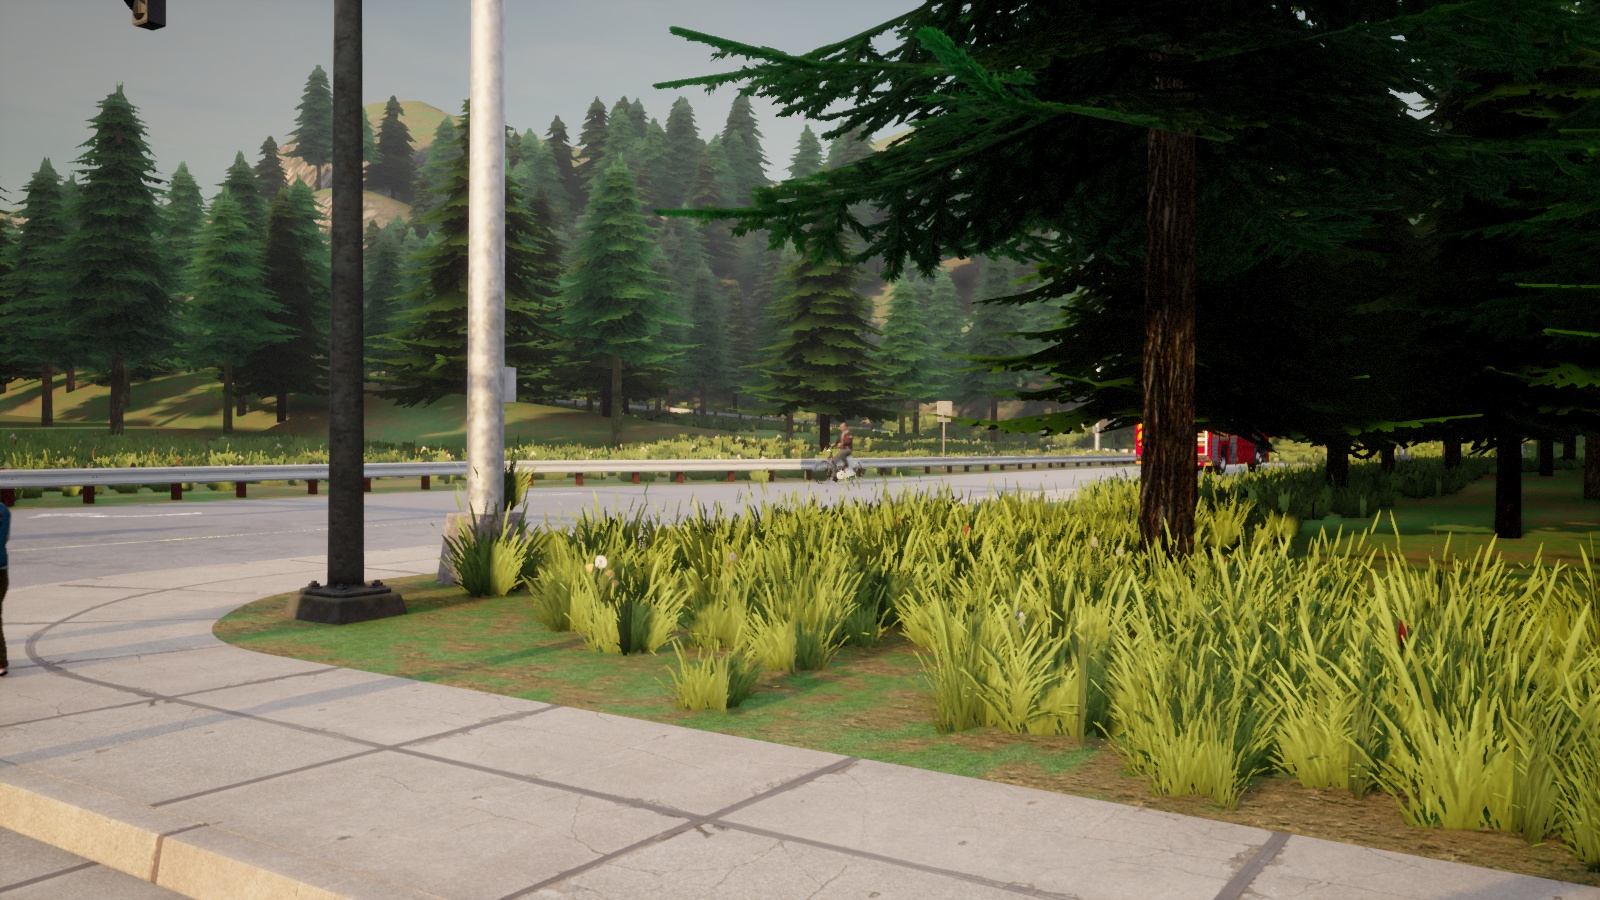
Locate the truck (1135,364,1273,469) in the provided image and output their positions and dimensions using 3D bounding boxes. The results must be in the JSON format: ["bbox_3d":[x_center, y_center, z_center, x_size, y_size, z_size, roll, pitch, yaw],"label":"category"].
[{"bbox_3d":[16.175,-1.287,49.850,2.891,3.827,8.468,0,1,35],"label":"truck"}]

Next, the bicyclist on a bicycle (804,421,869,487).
[{"bbox_3d":[1.020,0.090,34.874,1.843,1.776,0.659,-1,1,-41],"label":"bicyclist on a bicycle"}]

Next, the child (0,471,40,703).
[{"bbox_3d":[-4.348,0.715,6.645,0.448,1.192,0.343,0,1,22],"label":"child"}]
